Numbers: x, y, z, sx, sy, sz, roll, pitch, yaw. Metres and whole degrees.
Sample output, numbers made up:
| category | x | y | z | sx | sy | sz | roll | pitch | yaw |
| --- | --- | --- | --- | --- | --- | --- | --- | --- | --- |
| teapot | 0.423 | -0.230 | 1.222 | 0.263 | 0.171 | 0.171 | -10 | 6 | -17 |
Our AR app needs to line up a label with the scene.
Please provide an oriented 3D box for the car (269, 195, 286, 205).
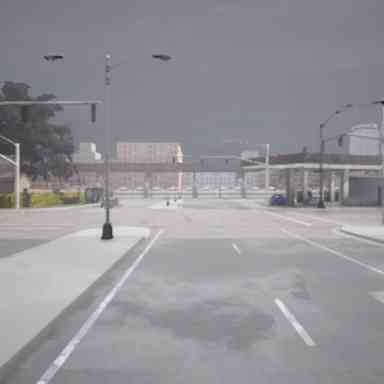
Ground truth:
| category | x | y | z | sx | sy | sz | roll | pitch | yaw |
| --- | --- | --- | --- | --- | --- | --- | --- | --- | --- |
| car | 13.211 | 1.242 | 52.133 | 2.242 | 1.667 | 4.611 | 0 | 0 | 0 |

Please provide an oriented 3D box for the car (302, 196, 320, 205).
| category | x | y | z | sx | sy | sz | roll | pitch | yaw |
| --- | --- | --- | --- | --- | --- | --- | --- | --- | --- |
| car | 18.956 | 1.402 | 52.895 | 1.970 | 1.475 | 3.806 | 0 | 0 | 0 |

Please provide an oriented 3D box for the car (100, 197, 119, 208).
| category | x | y | z | sx | sy | sz | roll | pitch | yaw |
| --- | --- | --- | --- | --- | --- | --- | --- | --- | --- |
| car | -11.499 | 1.413 | 46.936 | 1.812 | 1.442 | 4.674 | 0 | 0 | 0 |
